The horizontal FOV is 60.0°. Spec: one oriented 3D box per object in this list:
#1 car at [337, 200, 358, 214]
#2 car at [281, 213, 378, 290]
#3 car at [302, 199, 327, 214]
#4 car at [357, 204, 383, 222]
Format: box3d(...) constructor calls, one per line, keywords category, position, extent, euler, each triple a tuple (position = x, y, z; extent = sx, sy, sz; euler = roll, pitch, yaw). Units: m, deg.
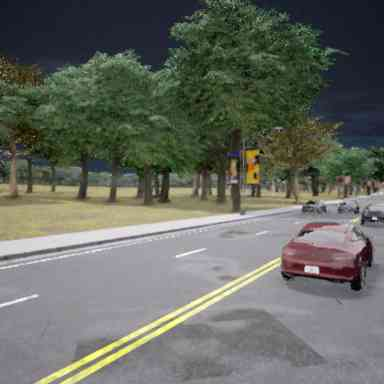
box3d(category="car", position=(17.255, 1.635, 36.467), extent=(1.812, 1.442, 4.674), euler=(0, 0, 33))
box3d(category="car", position=(3.895, 1.556, 9.283), extent=(1.812, 1.442, 4.674), euler=(0, 0, 33))
box3d(category="car", position=(13.515, 1.597, 36.658), extent=(1.837, 1.490, 4.892), euler=(0, 1, 33))
box3d(category="car", position=(13.480, 1.610, 24.190), extent=(1.812, 1.442, 4.674), euler=(0, 0, 33))
